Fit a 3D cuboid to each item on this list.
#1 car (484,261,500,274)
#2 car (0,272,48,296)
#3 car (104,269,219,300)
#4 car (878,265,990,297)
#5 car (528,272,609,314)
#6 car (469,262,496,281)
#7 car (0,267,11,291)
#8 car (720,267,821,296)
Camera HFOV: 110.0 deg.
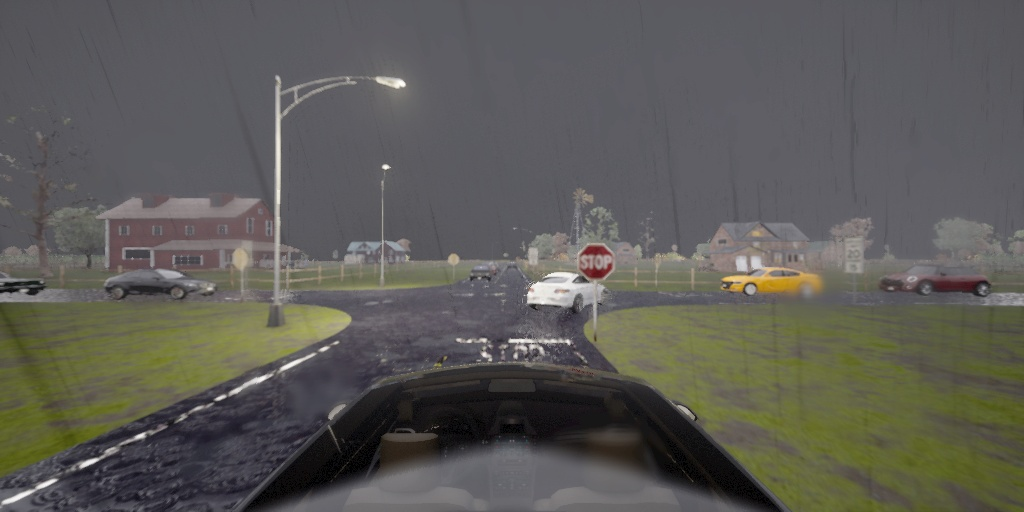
[{"bbox_3d":[-2.863,1.402,43.396,2.097,1.767,4.553,0,0,0],"label":"car"},{"bbox_3d":[-26.347,1.398,17.755,4.718,1.301,1.895,0,0,0],"label":"car"},{"bbox_3d":[-17.230,1.347,17.697,4.674,1.442,1.812,0,0,0],"label":"car"},{"bbox_3d":[23.773,1.322,20.347,4.553,1.767,2.097,0,0,0],"label":"car"},{"bbox_3d":[2.319,1.372,14.328,1.812,1.442,4.674,-1,-1,33],"label":"car"},{"bbox_3d":[-2.839,1.528,33.404,2.033,1.411,5.357,0,0,-1],"label":"car"},{"bbox_3d":[-33.066,1.343,20.745,5.357,1.411,2.033,0,0,0],"label":"car"},{"bbox_3d":[14.597,1.413,20.411,5.008,1.535,1.882,0,0,0],"label":"car"}]
